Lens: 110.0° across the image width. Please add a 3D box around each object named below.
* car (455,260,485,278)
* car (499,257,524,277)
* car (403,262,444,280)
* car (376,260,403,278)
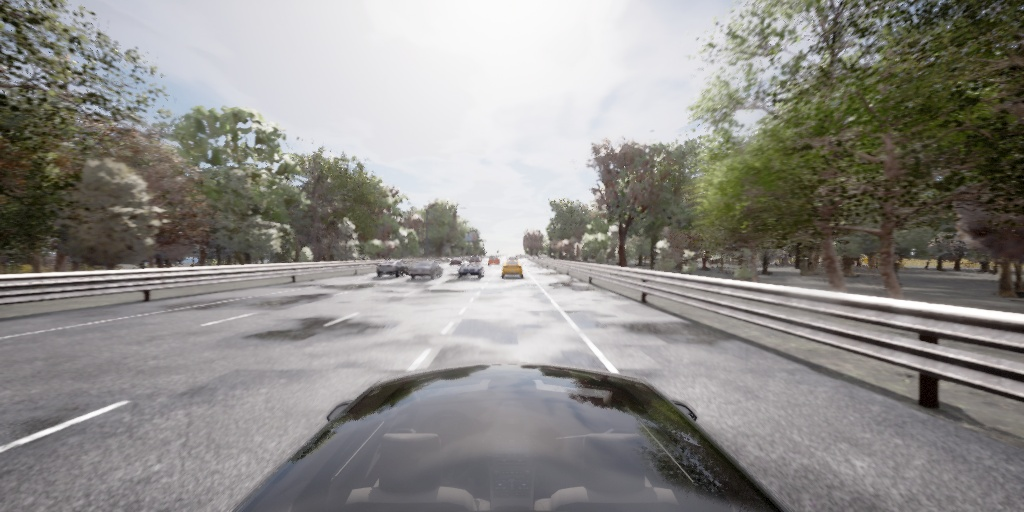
[{"bbox_3d":[-3.476,1.227,31.424,1.895,1.301,4.718,0,0,1],"label":"car"},{"bbox_3d":[0.042,1.097,33.169,1.882,1.535,5.008,0,1,1],"label":"car"},{"bbox_3d":[-6.991,1.181,29.709,2.033,1.411,5.357,0,0,0],"label":"car"},{"bbox_3d":[-10.467,1.116,32.007,2.128,1.511,4.902,0,0,1],"label":"car"}]
